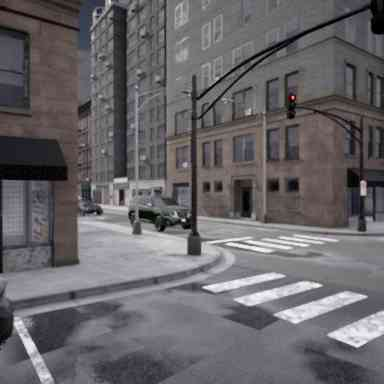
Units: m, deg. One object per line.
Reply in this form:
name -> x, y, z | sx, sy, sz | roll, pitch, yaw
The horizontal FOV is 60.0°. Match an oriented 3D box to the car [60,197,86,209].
car -> -16.761, 1.521, 46.699 | 2.033, 1.411, 5.357 | 0, 0, -35

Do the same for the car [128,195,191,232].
car -> -2.085, 1.229, 20.821 | 2.150, 2.045, 5.566 | 0, 0, -36

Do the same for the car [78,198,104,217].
car -> -10.324, 1.542, 32.313 | 2.033, 1.411, 5.357 | 0, 0, -36

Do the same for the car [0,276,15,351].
car -> -4.333, 1.552, 3.434 | 4.403, 1.369, 2.008 | 0, 0, -36
